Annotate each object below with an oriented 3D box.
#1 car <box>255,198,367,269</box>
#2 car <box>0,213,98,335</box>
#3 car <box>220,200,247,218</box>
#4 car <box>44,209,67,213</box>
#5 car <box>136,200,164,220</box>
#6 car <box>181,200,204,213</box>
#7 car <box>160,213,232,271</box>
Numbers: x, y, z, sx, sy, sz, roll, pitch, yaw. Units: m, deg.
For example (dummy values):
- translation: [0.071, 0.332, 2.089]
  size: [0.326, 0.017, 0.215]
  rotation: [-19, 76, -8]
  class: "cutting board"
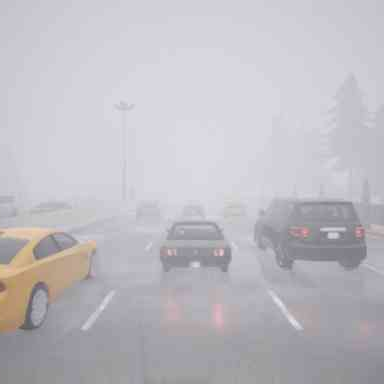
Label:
- translation: [3.594, 1.191, 11.133]
  size: [2.150, 2.045, 5.566]
  rotation: [0, 0, 0]
  class: "car"
- translation: [-3.413, 1.460, 6.840]
  size: [1.882, 1.535, 5.008]
  rotation: [0, 1, 0]
  class: "car"
- translation: [3.577, 1.399, 29.091]
  size: [1.882, 1.535, 5.008]
  rotation: [0, 0, 0]
  class: "car"
- translation: [-10.632, 1.440, 25.207]
  size: [1.837, 1.490, 4.892]
  rotation: [0, 0, 0]
  class: "car"
- translation: [-3.413, 1.419, 27.531]
  size: [2.128, 1.511, 4.902]
  rotation: [0, 0, 0]
  class: "car"
- translation: [0.069, 1.449, 28.563]
  size: [1.812, 1.442, 4.674]
  rotation: [0, 0, 0]
  class: "car"
- translation: [0.094, 1.572, 10.757]
  size: [1.895, 1.301, 4.718]
  rotation: [0, 0, 0]
  class: "car"
